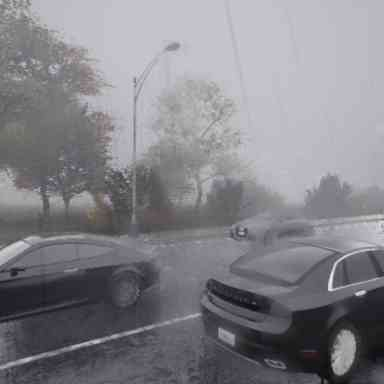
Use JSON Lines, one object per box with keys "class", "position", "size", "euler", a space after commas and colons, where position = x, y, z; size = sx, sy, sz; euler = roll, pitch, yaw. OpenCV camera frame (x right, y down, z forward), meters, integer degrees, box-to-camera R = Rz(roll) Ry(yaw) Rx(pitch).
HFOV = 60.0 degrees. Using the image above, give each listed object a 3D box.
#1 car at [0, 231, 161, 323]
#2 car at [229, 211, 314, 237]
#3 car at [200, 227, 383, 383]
{"class": "car", "position": [-2.810, 1.526, 6.288], "size": [4.674, 1.442, 1.812], "euler": [0, 0, -36]}
{"class": "car", "position": [3.723, 1.566, 15.247], "size": [4.181, 1.385, 1.994], "euler": [0, 0, -35]}
{"class": "car", "position": [2.392, 1.506, 5.453], "size": [4.892, 1.490, 1.837], "euler": [0, 0, -36]}
